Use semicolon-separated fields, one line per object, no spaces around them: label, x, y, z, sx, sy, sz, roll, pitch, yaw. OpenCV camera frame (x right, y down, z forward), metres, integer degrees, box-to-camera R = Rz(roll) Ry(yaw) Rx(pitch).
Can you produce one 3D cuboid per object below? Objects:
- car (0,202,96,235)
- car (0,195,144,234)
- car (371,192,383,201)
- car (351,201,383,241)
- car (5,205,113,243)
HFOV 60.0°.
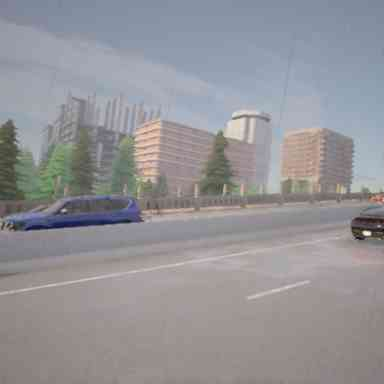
car;-8.364;1.451;19.521;4.892;1.490;1.837;-1;1;-35
car;-4.655;1.172;13.567;5.566;2.045;2.150;-1;1;-36
car;25.401;0.737;43.578;4.553;1.767;2.097;-1;1;-35
car;8.743;1.303;14.282;4.892;1.490;1.837;-1;1;-35
car;-6.517;1.475;16.539;4.674;1.442;1.812;-1;1;-35
